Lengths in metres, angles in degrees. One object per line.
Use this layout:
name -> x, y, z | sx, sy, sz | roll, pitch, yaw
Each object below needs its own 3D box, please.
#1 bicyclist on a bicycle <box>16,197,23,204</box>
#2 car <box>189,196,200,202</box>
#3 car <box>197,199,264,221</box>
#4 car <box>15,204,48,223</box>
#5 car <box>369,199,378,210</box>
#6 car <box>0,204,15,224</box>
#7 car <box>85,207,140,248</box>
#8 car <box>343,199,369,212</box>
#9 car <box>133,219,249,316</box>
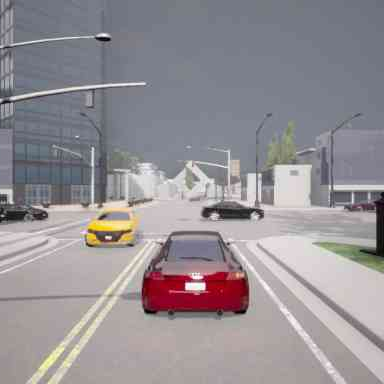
bicyclist on a bicycle -> -22.002, 1.466, 42.502 | 0.582, 1.620, 1.656 | -1, 0, 0
car -> 0.688, 1.595, 76.964 | 1.895, 1.301, 4.718 | 0, 0, 12
car -> 3.153, 1.481, 26.227 | 5.008, 1.535, 1.882 | 0, 0, 0
car -> -13.572, 1.643, 26.093 | 4.181, 1.385, 1.994 | -1, 0, -1
car -> 21.522, 1.167, 33.567 | 5.566, 2.045, 2.150 | 0, 0, 0
car -> -15.573, 1.319, 22.580 | 5.566, 2.045, 2.150 | -1, 0, 0
car -> -3.436, 1.484, 15.195 | 1.882, 1.535, 5.008 | 1, 0, -6
car -> 19.846, 1.502, 37.070 | 5.357, 1.411, 2.033 | 0, 0, -1
car -> 0.070, 1.564, 7.623 | 1.994, 1.385, 4.181 | 0, 0, 0
